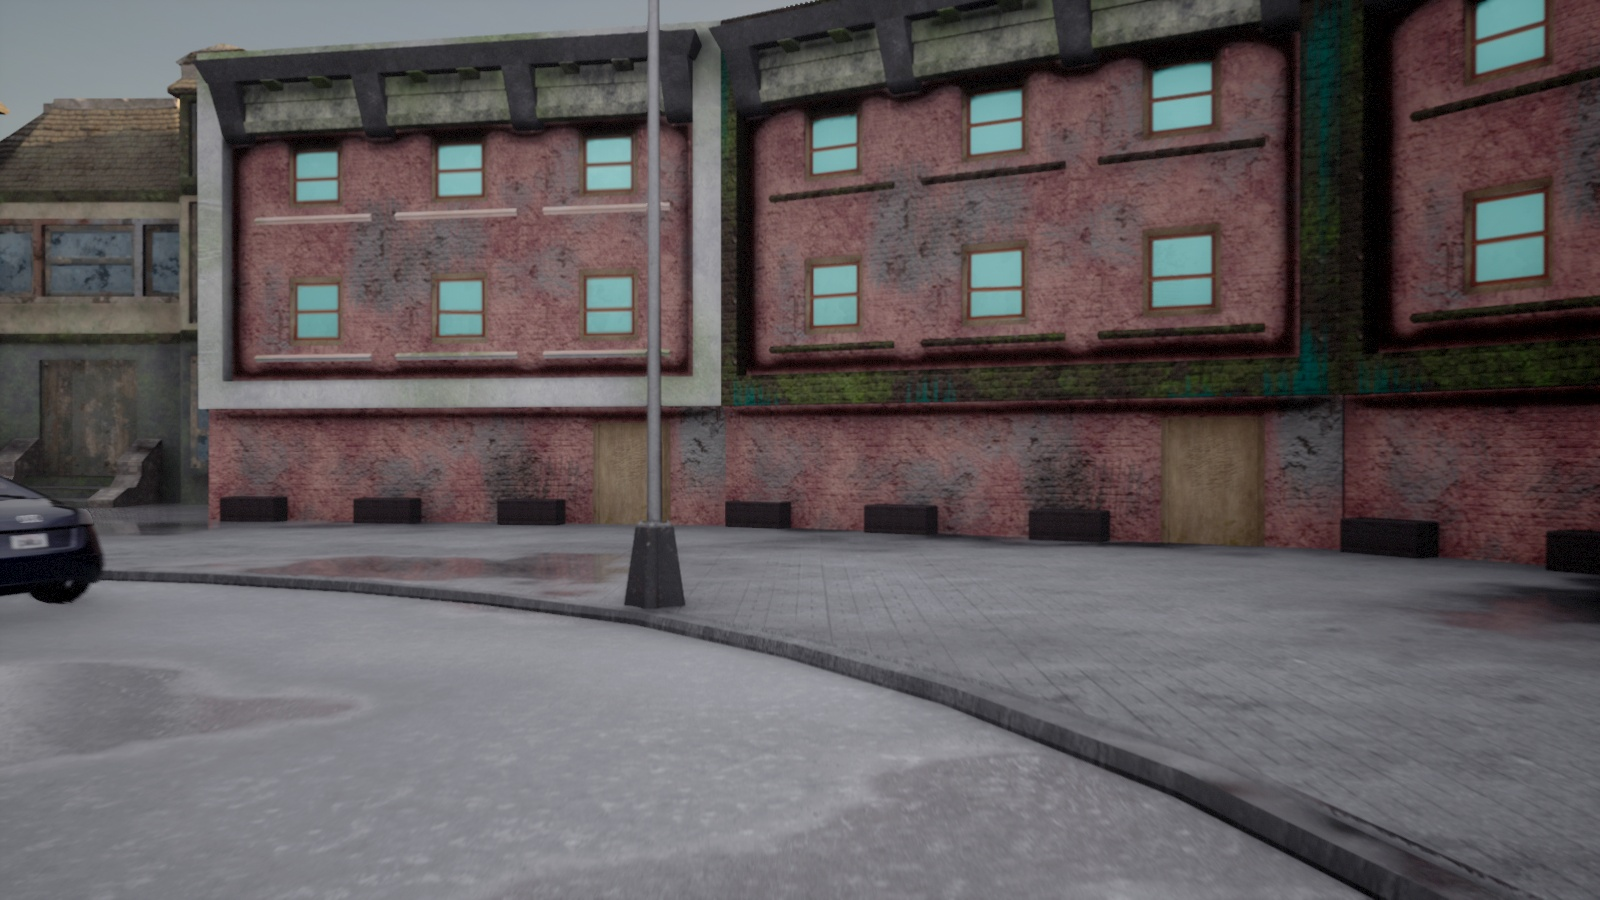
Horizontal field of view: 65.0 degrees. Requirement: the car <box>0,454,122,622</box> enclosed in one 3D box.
[{"bbox_3d":[-8.594,0.737,11.328,4.181,1.385,1.994,0,0,17],"label":"car"}]
